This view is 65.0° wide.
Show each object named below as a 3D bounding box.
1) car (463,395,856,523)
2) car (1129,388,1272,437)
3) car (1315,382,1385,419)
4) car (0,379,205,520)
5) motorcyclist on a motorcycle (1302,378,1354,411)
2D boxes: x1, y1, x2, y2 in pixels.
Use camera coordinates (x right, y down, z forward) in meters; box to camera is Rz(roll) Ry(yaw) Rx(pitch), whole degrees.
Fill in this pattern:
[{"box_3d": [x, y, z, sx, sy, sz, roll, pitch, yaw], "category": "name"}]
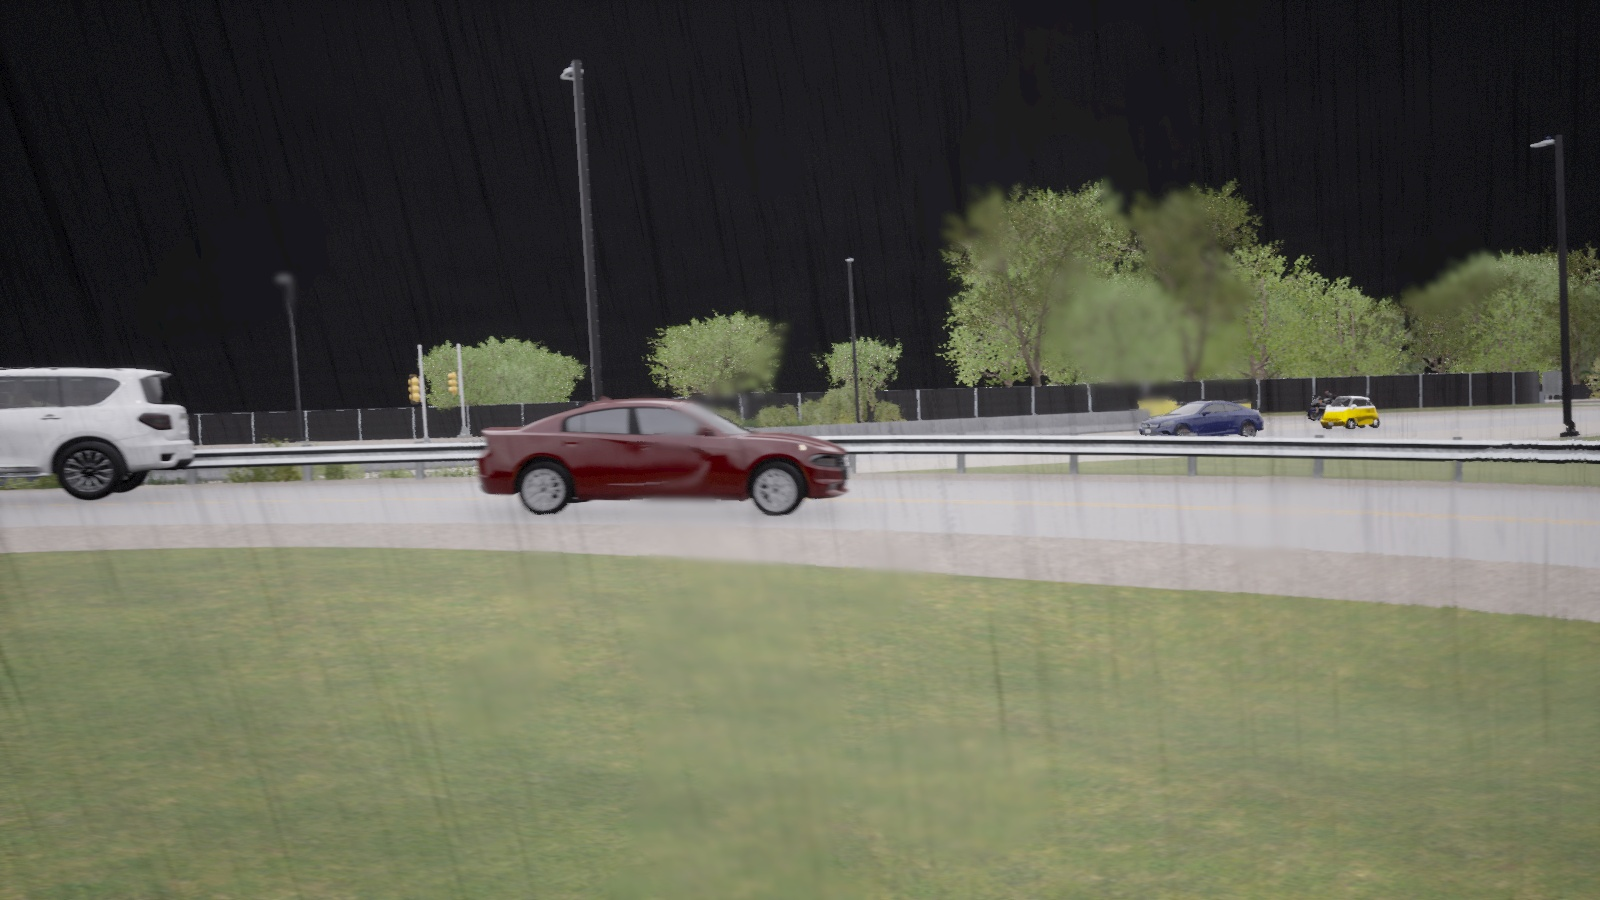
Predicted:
[{"box_3d": [-1.795, 0.082, 17.094, 5.008, 1.535, 1.882, -1, 3, 5], "category": "car"}, {"box_3d": [14.222, -1.323, 44.570, 4.674, 1.442, 1.812, -4, 2, -21], "category": "car"}, {"box_3d": [22.613, -2.032, 51.643, 2.207, 1.376, 1.481, -4, 2, -21], "category": "car"}, {"box_3d": [-12.603, 0.023, 19.705, 5.566, 2.045, 2.150, -2, 2, -17], "category": "car"}, {"box_3d": [26.218, -2.739, 62.393, 2.191, 1.530, 0.866, -3, 2, -2], "category": "motorcyclist on a motorcycle"}]
